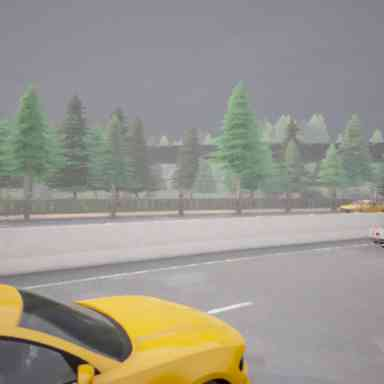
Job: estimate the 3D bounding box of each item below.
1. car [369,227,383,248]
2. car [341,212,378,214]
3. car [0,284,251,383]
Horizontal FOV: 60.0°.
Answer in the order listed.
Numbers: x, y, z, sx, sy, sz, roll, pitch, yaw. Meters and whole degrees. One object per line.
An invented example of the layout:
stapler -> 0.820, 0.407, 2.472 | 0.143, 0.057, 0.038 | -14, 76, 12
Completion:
car -> 9.259, 1.621, 12.941 | 4.718, 1.301, 1.895 | 0, 0, -26
car -> 16.144, 1.494, 30.994 | 5.008, 1.535, 1.882 | 0, 0, -18
car -> -1.745, 1.459, 2.386 | 5.008, 1.535, 1.882 | 0, 0, -36
